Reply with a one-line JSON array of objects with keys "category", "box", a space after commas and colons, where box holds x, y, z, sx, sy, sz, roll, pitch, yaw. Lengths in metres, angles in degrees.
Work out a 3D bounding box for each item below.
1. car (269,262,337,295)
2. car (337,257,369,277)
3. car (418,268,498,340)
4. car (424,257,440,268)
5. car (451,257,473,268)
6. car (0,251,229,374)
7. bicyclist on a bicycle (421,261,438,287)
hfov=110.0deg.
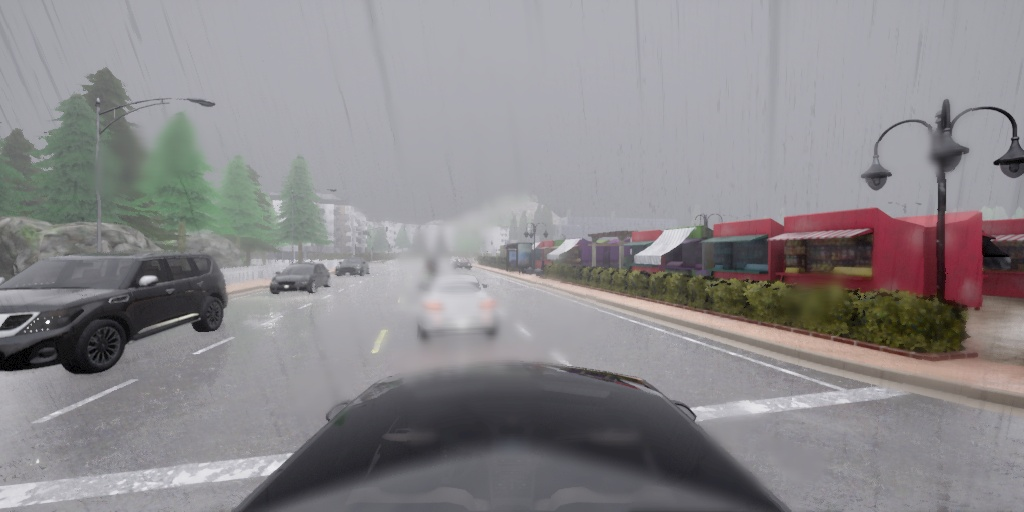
[{"category": "car", "box": [-11.118, 1.130, 19.152, 1.837, 1.490, 4.892, 0, 1, -13]}, {"category": "car", "box": [-14.157, 0.886, 31.923, 2.097, 1.767, 4.553, 0, 0, -13]}, {"category": "car", "box": [-1.560, 1.225, 9.848, 1.812, 1.442, 4.674, 0, 0, -13]}, {"category": "car", "box": [-11.309, 0.900, 50.810, 1.837, 1.490, 4.892, 0, 0, -13]}, {"category": "car", "box": [-6.014, 1.049, 43.798, 1.895, 1.301, 4.718, 0, 0, -13]}, {"category": "car", "box": [-8.342, 0.931, 7.510, 2.150, 2.045, 5.566, 0, 1, -14]}, {"category": "bicyclist on a bicycle", "box": [-4.483, 1.079, 19.671, 0.582, 1.620, 1.656, 0, 1, 24]}]
